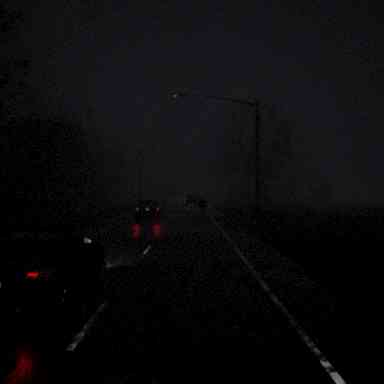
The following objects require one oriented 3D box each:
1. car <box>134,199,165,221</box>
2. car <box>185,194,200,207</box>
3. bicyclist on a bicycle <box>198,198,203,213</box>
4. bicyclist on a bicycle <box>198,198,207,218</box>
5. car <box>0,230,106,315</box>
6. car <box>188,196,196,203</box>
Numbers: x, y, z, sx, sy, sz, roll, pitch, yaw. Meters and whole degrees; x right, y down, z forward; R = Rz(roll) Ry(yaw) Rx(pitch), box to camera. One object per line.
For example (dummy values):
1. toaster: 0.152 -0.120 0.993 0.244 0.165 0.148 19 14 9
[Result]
1. car: -3.394 1.365 27.547 2.097 1.767 4.553 0 0 0
2. car: 0.099 1.251 52.860 2.150 2.045 5.566 0 0 0
3. bicyclist on a bicycle: 0.976 1.471 37.676 0.582 1.620 1.656 0 0 0
4. bicyclist on a bicycle: 0.975 1.384 28.882 0.659 1.776 1.843 0 0 0
5. car: -3.397 1.568 7.671 1.994 1.385 4.181 0 0 0
6. car: 0.020 1.563 74.192 1.812 1.442 4.674 0 0 0
